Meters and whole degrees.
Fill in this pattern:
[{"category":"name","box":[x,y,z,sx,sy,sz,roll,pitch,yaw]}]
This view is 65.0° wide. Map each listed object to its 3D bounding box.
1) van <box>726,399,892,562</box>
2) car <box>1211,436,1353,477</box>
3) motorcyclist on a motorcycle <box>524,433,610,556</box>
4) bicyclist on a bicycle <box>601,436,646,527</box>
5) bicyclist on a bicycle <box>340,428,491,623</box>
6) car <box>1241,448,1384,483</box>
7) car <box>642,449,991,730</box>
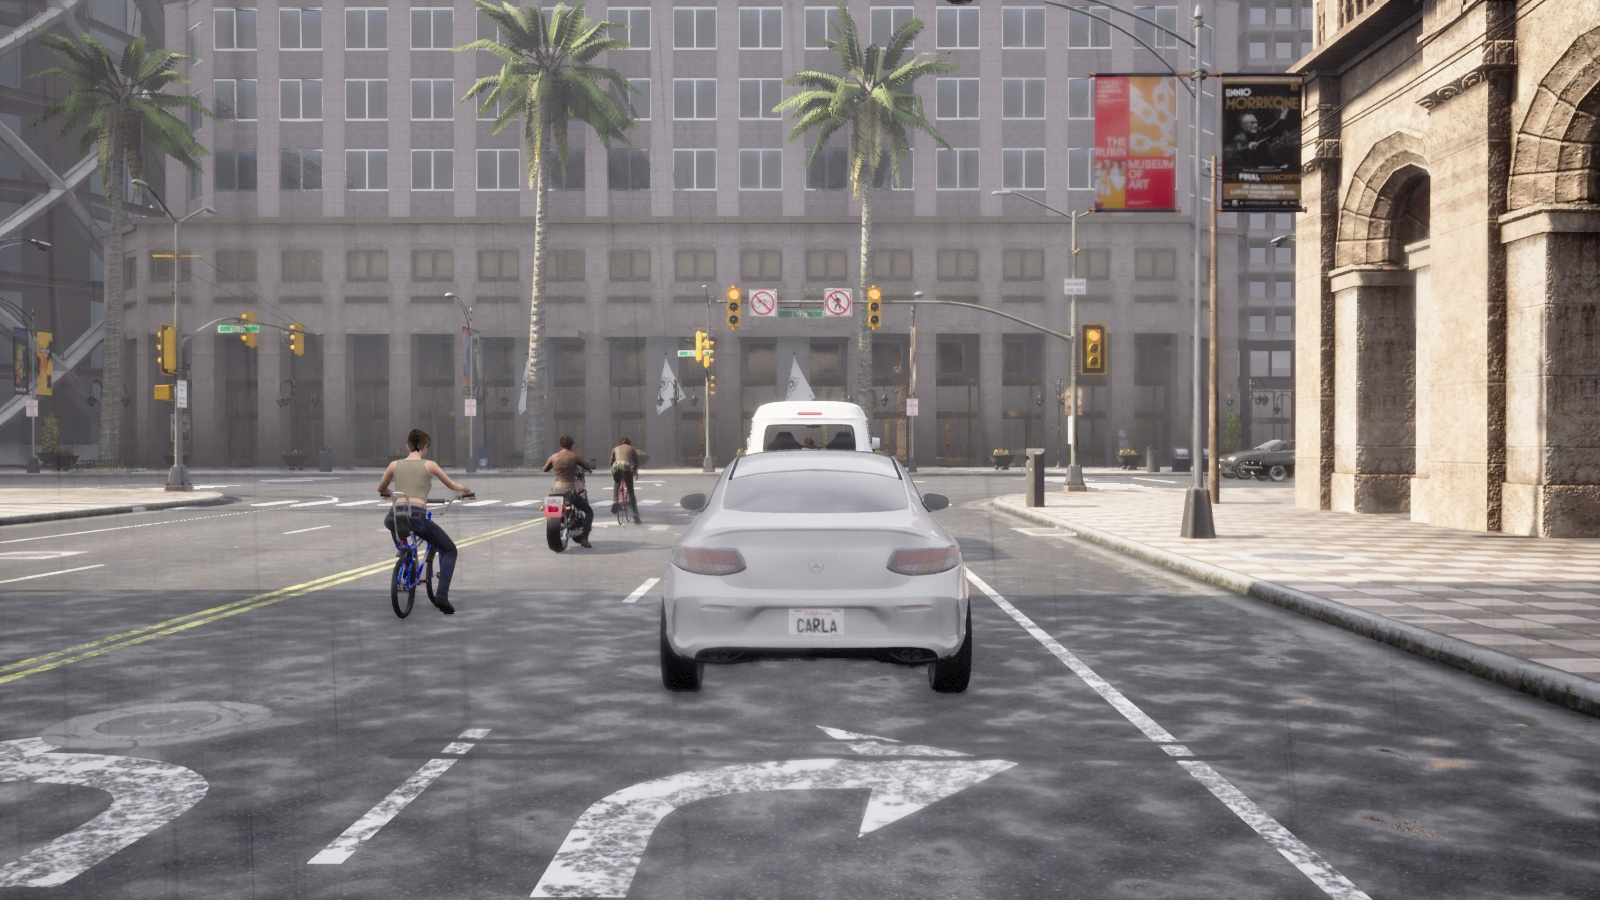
[{"category":"van","box":[0.170,0.369,17.908,2.069,2.038,4.480,0,0,1]},{"category":"car","box":[19.711,0.250,51.521,5.027,1.651,2.152,0,0,1]},{"category":"motorcyclist on a motorcycle","box":[-3.299,0.593,17.981,0.766,1.649,2.350,0,0,1]},{"category":"bicyclist on a bicycle","box":[-3.256,0.565,23.313,0.582,1.620,1.656,0,0,1]},{"category":"bicyclist on a bicycle","box":[-3.366,0.617,11.144,0.866,1.612,1.509,0,0,0]},{"category":"car","box":[19.545,0.591,48.045,4.718,1.301,1.895,0,0,1]},{"category":"car","box":[0.104,0.722,8.867,1.812,1.442,4.674,0,0,0]}]
